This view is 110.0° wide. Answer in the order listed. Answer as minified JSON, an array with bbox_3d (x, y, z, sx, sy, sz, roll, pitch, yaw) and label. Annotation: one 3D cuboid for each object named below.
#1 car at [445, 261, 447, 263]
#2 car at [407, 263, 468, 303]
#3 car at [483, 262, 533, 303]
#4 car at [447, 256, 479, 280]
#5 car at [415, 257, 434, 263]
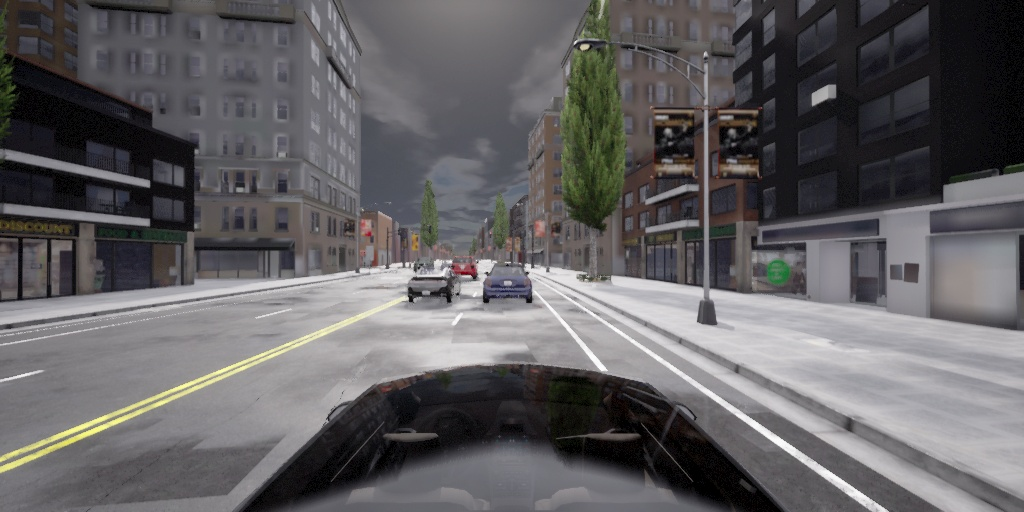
[{"bbox_3d":[-8.698,1.400,49.307,1.994,1.385,4.181,0,0,-5],"label":"car"},{"bbox_3d":[-3.478,1.250,16.637,2.128,1.511,4.902,0,0,-2],"label":"car"},{"bbox_3d":[-0.229,1.121,16.705,2.097,1.767,4.553,0,0,-2],"label":"car"},{"bbox_3d":[-4.159,1.030,31.701,2.150,2.045,5.566,0,0,-3],"label":"car"},{"bbox_3d":[-11.932,1.125,48.988,2.150,2.045,5.566,0,0,-5],"label":"car"}]
